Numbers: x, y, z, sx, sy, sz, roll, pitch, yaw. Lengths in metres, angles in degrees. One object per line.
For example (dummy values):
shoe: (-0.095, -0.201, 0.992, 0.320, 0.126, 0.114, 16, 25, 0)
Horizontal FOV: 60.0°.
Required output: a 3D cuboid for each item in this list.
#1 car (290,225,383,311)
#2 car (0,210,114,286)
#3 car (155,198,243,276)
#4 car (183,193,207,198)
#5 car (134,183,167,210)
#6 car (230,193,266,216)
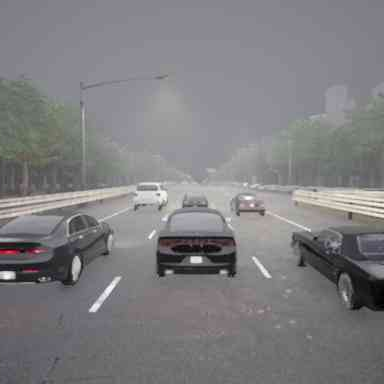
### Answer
car: (3.603, 1.360, 7.132, 1.895, 1.301, 4.718, 0, 2, 1)
car: (-3.384, 1.217, 8.546, 1.837, 1.490, 4.892, 0, 2, 1)
car: (0.125, 1.163, 9.353, 1.882, 1.535, 5.008, 0, 2, 1)
car: (0.237, 0.700, 25.980, 1.895, 1.301, 4.718, 0, 2, 1)
car: (-3.256, 0.290, 26.786, 2.150, 2.045, 5.566, 0, 2, 1)
car: (3.697, 0.769, 22.694, 2.033, 1.411, 5.357, 0, 2, 1)
